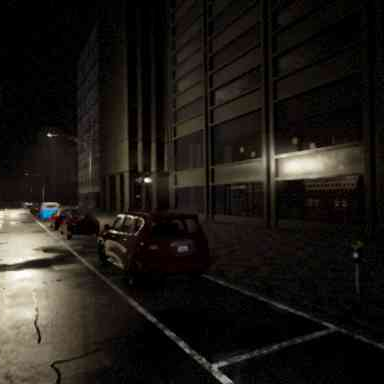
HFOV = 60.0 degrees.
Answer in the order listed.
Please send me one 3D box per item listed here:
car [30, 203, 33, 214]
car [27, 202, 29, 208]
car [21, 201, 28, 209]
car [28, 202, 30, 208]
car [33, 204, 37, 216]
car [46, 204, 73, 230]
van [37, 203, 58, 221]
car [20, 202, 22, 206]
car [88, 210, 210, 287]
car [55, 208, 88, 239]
[{"bbox_3d":[-20.110,2.440,44.391,1.947,1.339,4.313,0,-1,-29],"label":"car"},{"bbox_3d":[-25.552,2.613,54.393,1.752,1.417,4.829,-1,-1,-29],"label":"car"},{"bbox_3d":[-36.190,3.073,73.948,2.008,1.369,4.403,-1,-1,-29],"label":"car"},{"bbox_3d":[-22.872,2.507,49.467,1.752,1.417,4.829,-1,-1,-29],"label":"car"},{"bbox_3d":[-17.430,2.315,39.464,1.887,1.381,4.507,0,-1,-29],"label":"car"},{"bbox_3d":[-9.392,1.897,24.686,1.967,1.590,4.097,0,-1,-29],"label":"car"},{"bbox_3d":[-14.753,2.007,34.540,1.690,1.788,3.998,0,-1,-29],"label":"van"},{"bbox_3d":[-41.552,3.183,83.802,1.967,1.590,4.097,-1,-1,-29],"label":"car"},{"bbox_3d":[-1.354,1.461,9.909,2.192,1.841,5.009,0,-1,-29],"label":"car"},{"bbox_3d":[-6.711,1.898,19.759,1.887,1.381,4.507,0,-1,-29],"label":"car"}]
